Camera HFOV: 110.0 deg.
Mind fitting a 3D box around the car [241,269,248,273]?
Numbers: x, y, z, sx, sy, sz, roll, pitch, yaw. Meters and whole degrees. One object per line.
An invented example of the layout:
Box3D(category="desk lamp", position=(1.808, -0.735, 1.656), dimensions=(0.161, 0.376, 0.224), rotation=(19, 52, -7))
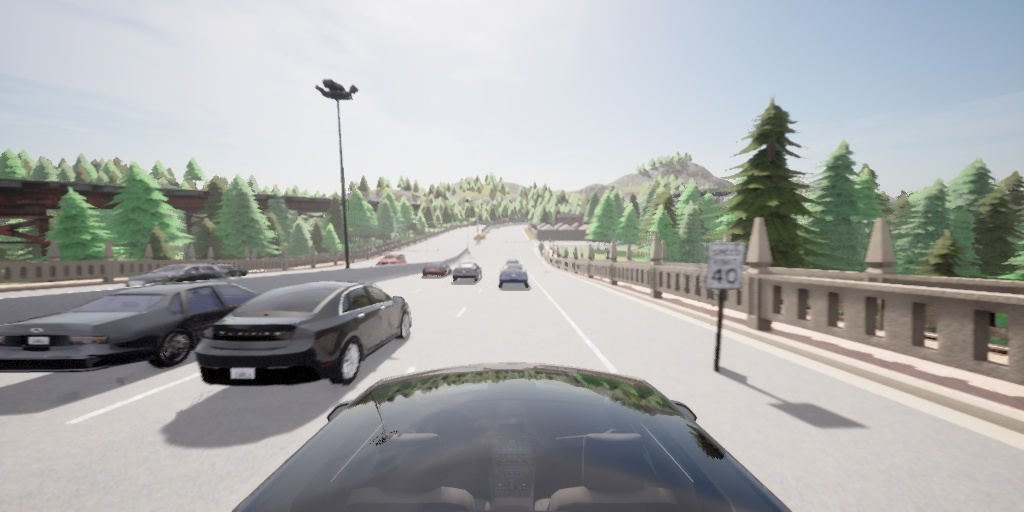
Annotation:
Box3D(category="car", position=(-21.064, 1.243, 25.081), dimensions=(1.895, 1.301, 4.718), rotation=(0, 0, 0))

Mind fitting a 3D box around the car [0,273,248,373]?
Box3D(category="car", position=(-6.901, 1.271, 7.739), dimensions=(2.033, 1.411, 5.357), rotation=(0, 0, 0))

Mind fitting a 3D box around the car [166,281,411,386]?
Box3D(category="car", position=(-3.401, 1.230, 6.950), dimensions=(1.837, 1.490, 4.892), rotation=(0, 0, 0))

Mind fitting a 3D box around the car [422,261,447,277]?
Box3D(category="car", position=(-6.899, 1.167, 33.203), dimensions=(1.994, 1.385, 4.181), rotation=(0, 0, 0))

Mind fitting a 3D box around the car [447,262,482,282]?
Box3D(category="car", position=(-3.399, 1.176, 27.813), dimensions=(2.033, 1.411, 5.357), rotation=(0, 0, 0))

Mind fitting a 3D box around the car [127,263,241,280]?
Box3D(category="car", position=(-17.586, 1.162, 19.160), dimensions=(2.128, 1.511, 4.902), rotation=(0, 0, 0))

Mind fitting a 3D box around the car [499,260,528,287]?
Box3D(category="car", position=(0.100, 1.196, 23.623), dimensions=(2.033, 1.411, 5.357), rotation=(0, 0, 0))

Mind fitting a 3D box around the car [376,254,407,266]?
Box3D(category="car", position=(-14.012, 0.786, 42.251), dimensions=(2.150, 2.045, 5.566), rotation=(0, 0, 0))
